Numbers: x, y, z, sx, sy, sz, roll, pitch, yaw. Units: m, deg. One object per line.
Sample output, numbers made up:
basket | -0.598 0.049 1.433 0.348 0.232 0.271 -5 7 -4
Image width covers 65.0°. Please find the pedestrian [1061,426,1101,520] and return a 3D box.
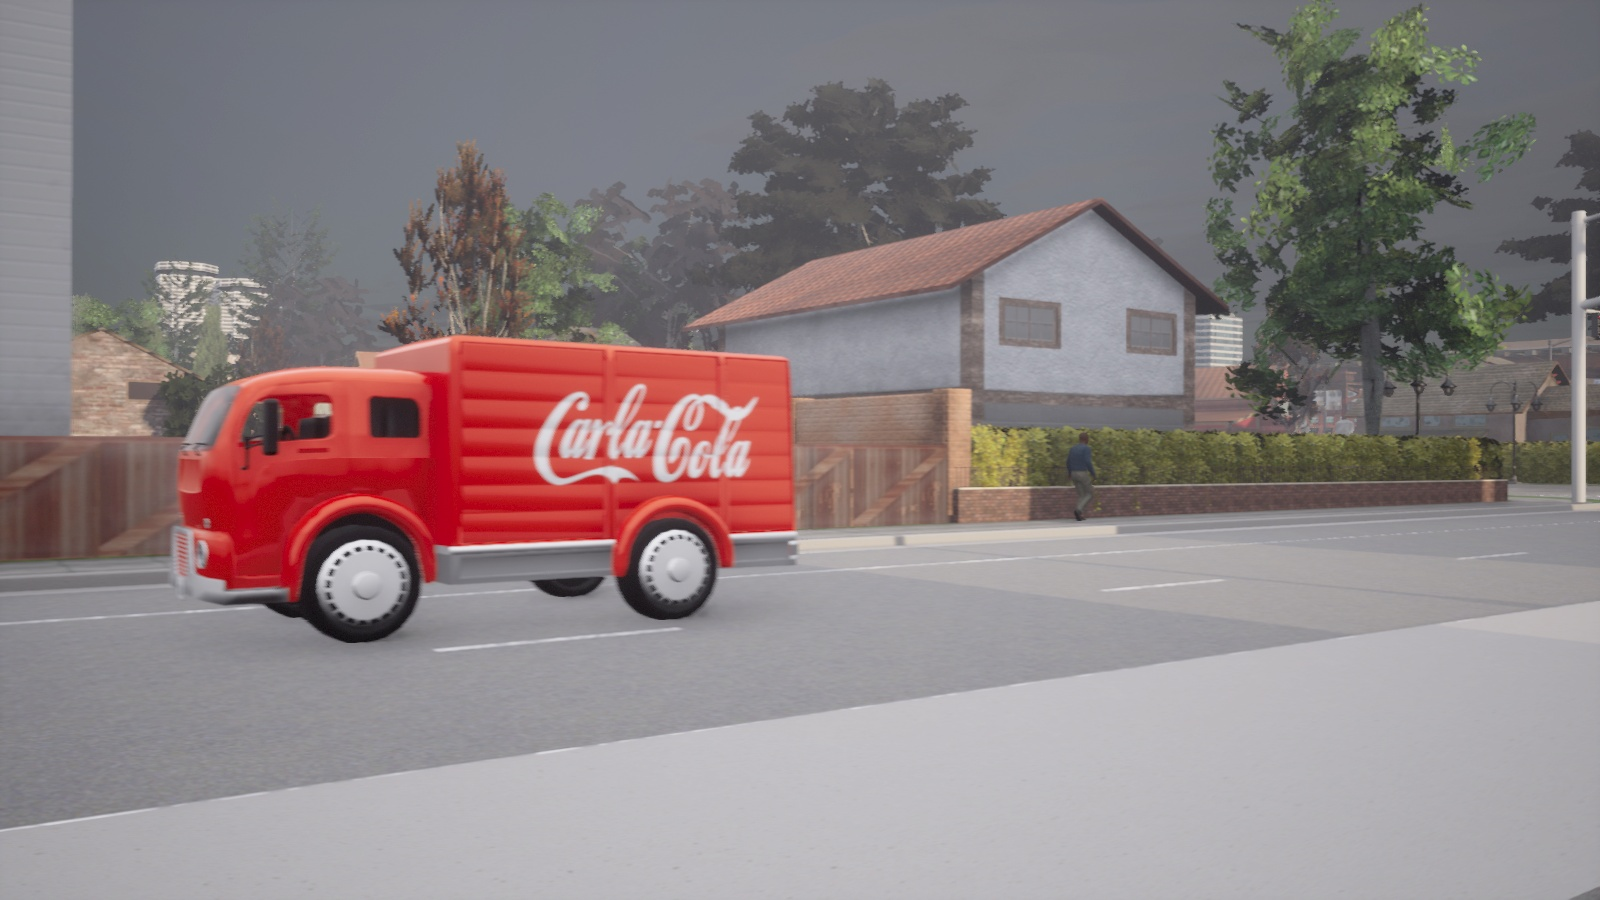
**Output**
pedestrian | 5.559 0.449 24.823 0.726 1.835 0.370 0 0 -34

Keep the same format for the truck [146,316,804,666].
truck | -2.851 0.292 11.424 5.204 2.467 2.627 0 0 -35
